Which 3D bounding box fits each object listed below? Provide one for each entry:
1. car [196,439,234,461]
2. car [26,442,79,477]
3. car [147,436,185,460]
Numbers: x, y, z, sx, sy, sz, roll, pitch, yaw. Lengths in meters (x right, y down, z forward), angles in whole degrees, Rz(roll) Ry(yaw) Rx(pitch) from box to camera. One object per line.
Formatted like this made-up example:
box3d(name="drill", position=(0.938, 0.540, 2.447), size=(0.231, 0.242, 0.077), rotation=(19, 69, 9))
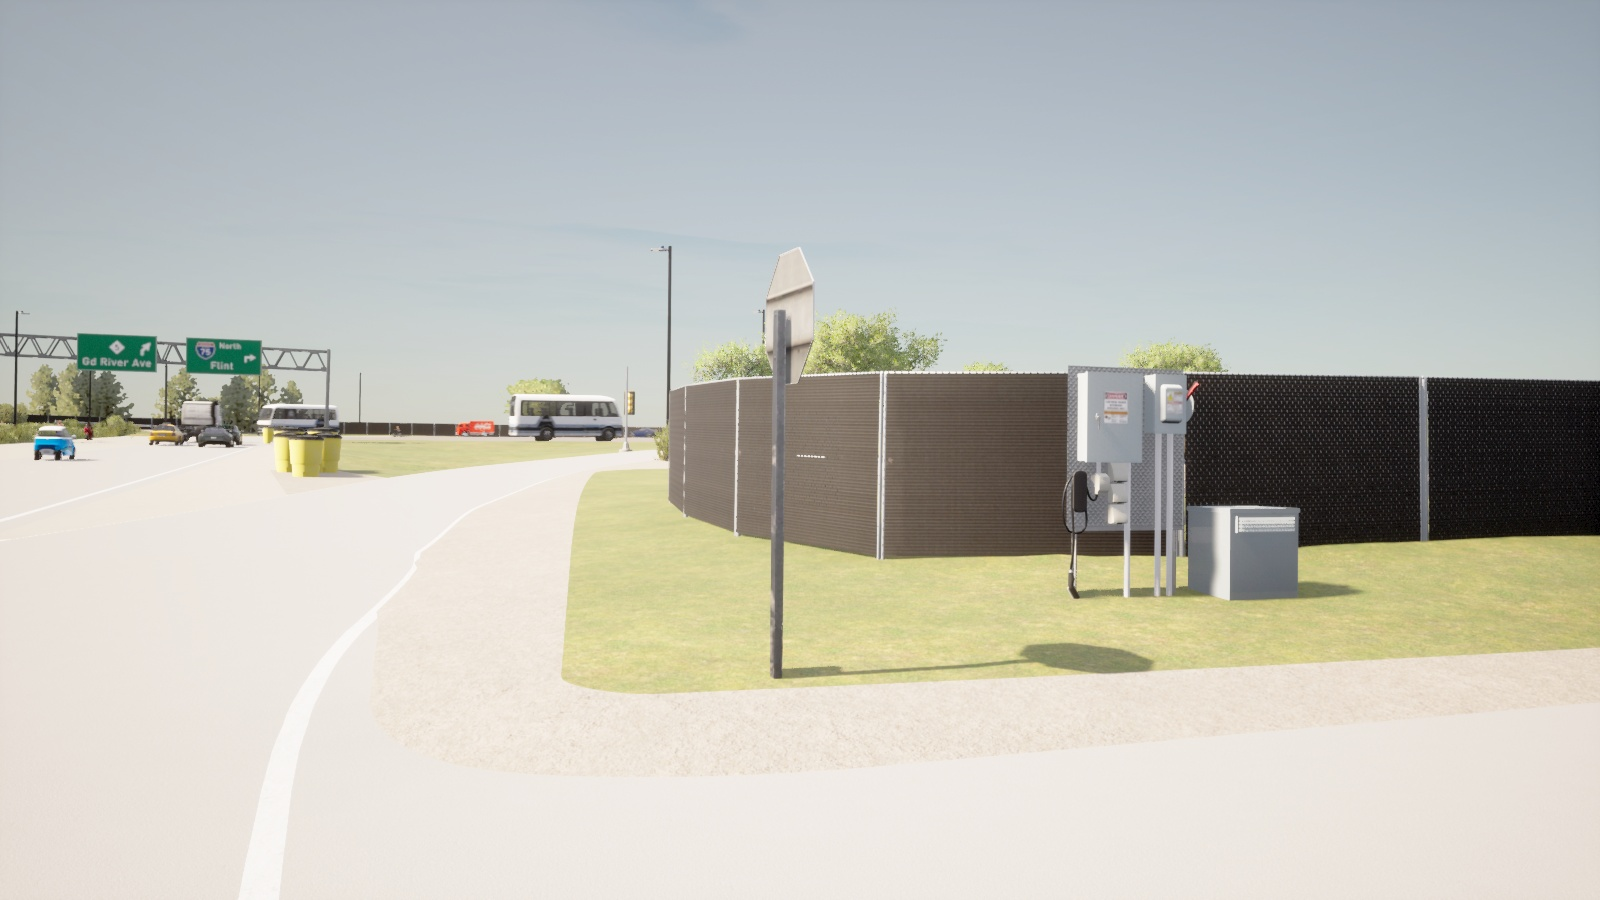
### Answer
box3d(name="car", position=(-38.955, -0.023, 83.761), size=(1.994, 1.385, 4.181), rotation=(0, 1, -21))
box3d(name="car", position=(-30.441, 0.367, 51.177), size=(1.481, 1.376, 2.207), rotation=(0, 1, -21))
box3d(name="car", position=(-44.045, -0.181, 87.343), size=(1.801, 1.575, 5.366), rotation=(0, 1, -21))
